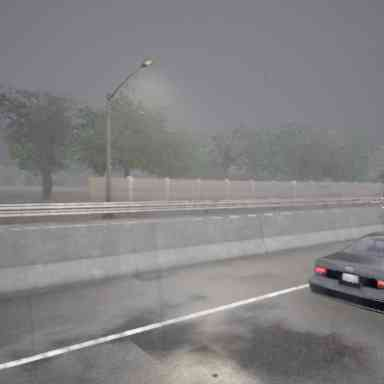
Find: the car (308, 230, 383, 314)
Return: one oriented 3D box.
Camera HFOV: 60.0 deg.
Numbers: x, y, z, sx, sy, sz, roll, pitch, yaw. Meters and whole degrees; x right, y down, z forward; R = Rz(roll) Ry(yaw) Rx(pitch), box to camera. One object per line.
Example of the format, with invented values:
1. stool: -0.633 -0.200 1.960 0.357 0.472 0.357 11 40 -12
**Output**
1. car: 4.817 1.542 7.238 5.357 1.411 2.033 0 0 -35
